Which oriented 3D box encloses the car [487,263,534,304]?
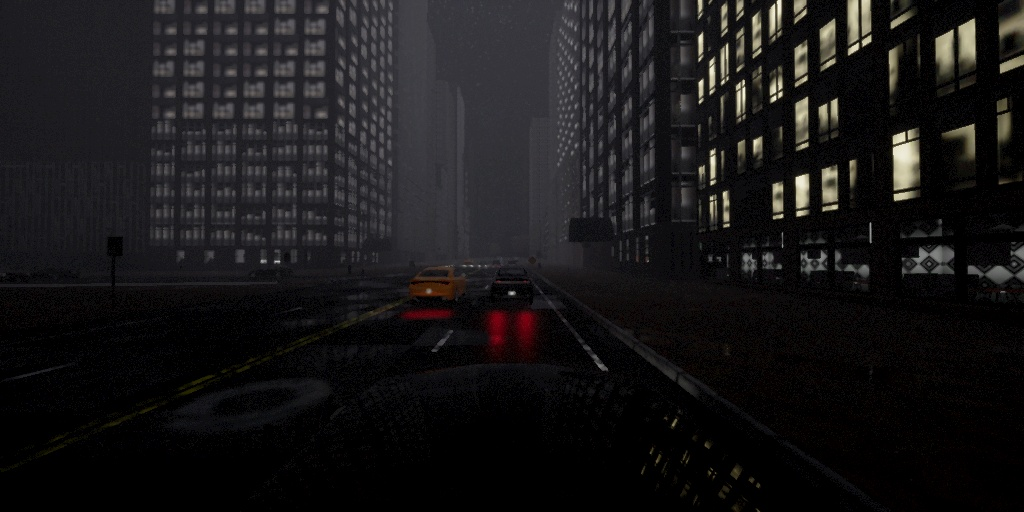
[{"bbox_3d":[0.000,1.250,16.503,2.128,1.511,4.902,0,0,0],"label":"car"}]

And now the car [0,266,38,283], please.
[{"bbox_3d":[-42.493,1.504,29.460,4.097,1.591,1.967,0,0,-1],"label":"car"}]

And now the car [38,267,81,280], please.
[{"bbox_3d":[-48.229,1.825,37.770,4.313,1.339,1.948,0,0,-1],"label":"car"}]

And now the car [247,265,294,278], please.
[{"bbox_3d":[-25.665,1.588,38.179,4.403,1.370,2.007,0,0,-1],"label":"car"}]

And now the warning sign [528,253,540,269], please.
[{"bbox_3d":[2.849,0.881,49.449,1.300,1.860,1.060,0,0,0],"label":"warning sign"}]

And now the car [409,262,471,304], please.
[{"bbox_3d":[-3.250,1.240,16.502,1.882,1.535,5.008,0,0,0],"label":"car"}]
